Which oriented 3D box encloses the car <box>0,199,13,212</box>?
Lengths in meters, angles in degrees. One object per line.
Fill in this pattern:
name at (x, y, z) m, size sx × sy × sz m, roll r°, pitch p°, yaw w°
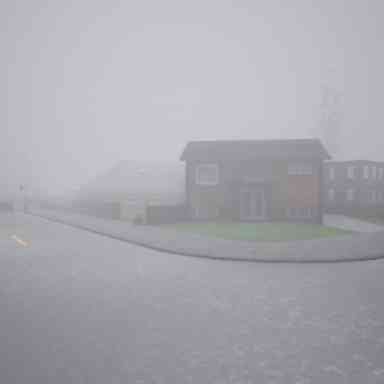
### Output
car at (-22.457, 1.528, 39.388) m, size 1.882 × 1.535 × 5.008 m, roll 1°, pitch 0°, yaw -35°
